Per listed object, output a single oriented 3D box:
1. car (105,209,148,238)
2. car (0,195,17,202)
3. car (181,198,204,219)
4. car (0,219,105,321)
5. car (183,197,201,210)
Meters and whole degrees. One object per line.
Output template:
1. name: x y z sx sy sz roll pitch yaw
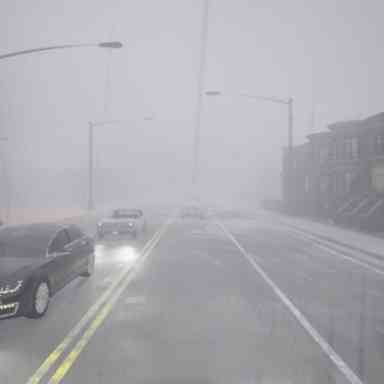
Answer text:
1. car: -3.560 1.585 17.647 1.895 1.301 4.718 0 0 0
2. car: -45.969 1.724 81.512 3.806 1.475 1.970 -1 0 -1
3. car: 0.029 1.500 28.703 1.812 1.442 4.674 0 0 1
4. car: -3.592 1.499 7.468 1.837 1.490 4.892 0 0 0
5. car: 0.059 1.454 42.260 2.128 1.511 4.902 0 0 0
